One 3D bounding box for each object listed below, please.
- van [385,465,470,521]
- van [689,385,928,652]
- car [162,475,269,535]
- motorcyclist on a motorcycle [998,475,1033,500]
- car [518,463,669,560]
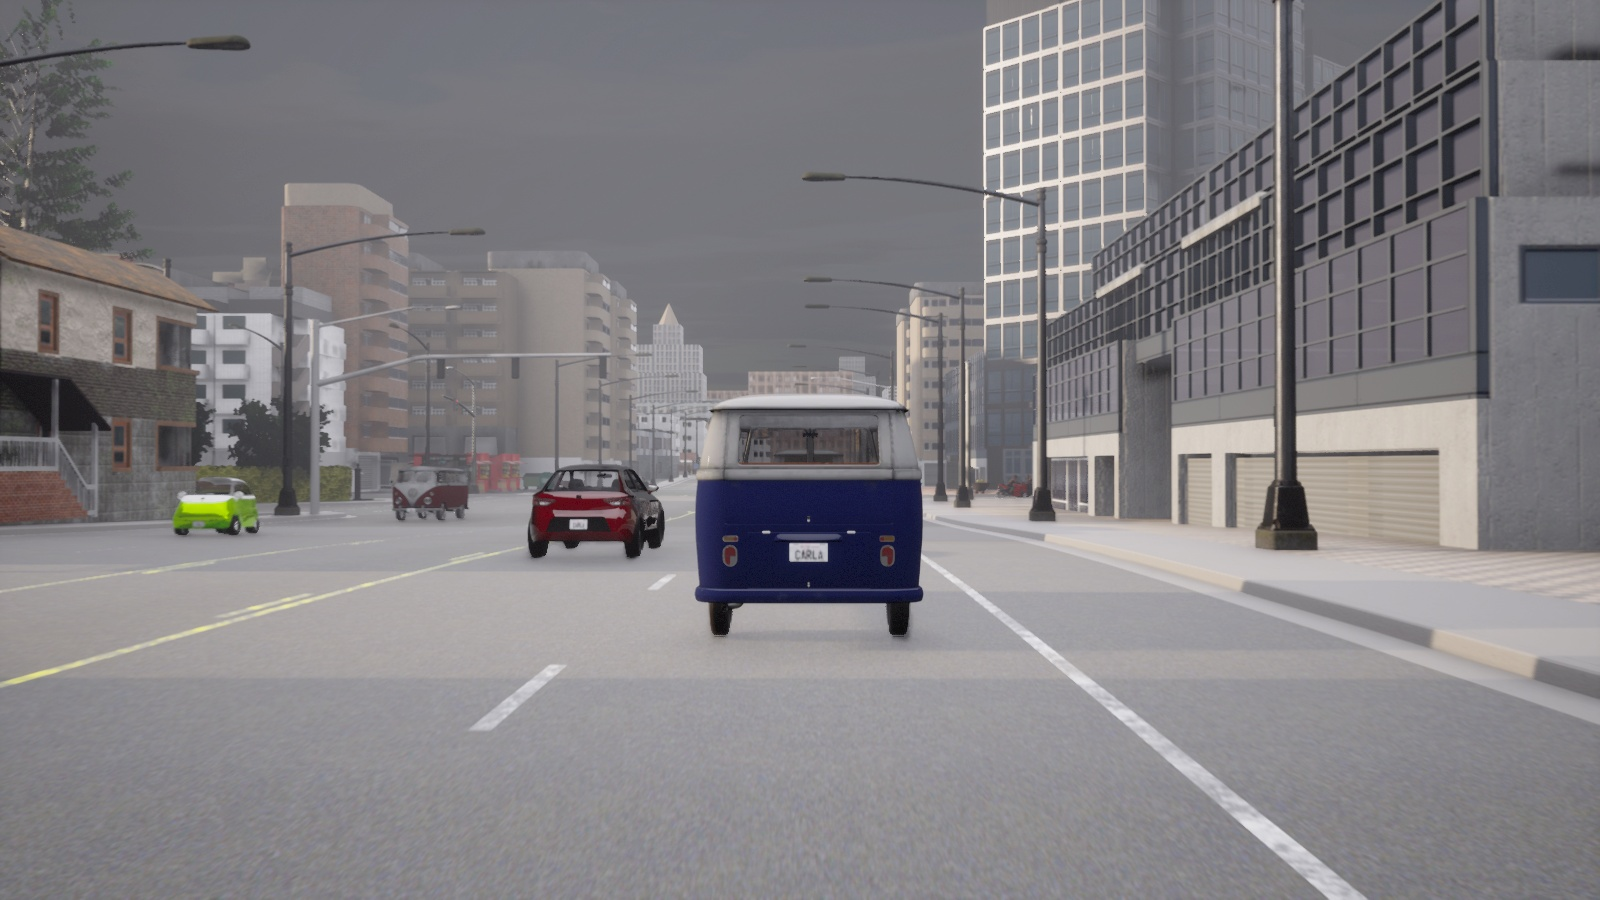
[{"bbox_3d":[-13.677,1.578,46.384,1.775,1.987,4.442,0,-2,0],"label":"van"},{"bbox_3d":[0.088,0.537,11.570,1.775,1.987,4.442,0,-1,1],"label":"van"},{"bbox_3d":[-13.785,1.303,29.724,1.481,1.376,2.207,0,-3,0],"label":"car"},{"bbox_3d":[13.303,2.315,77.661,2.044,1.523,0.797,0,-1,1],"label":"motorcyclist on a motorcycle"},{"bbox_3d":[-3.344,0.983,21.132,1.816,1.474,4.193,0,-2,0],"label":"car"}]
